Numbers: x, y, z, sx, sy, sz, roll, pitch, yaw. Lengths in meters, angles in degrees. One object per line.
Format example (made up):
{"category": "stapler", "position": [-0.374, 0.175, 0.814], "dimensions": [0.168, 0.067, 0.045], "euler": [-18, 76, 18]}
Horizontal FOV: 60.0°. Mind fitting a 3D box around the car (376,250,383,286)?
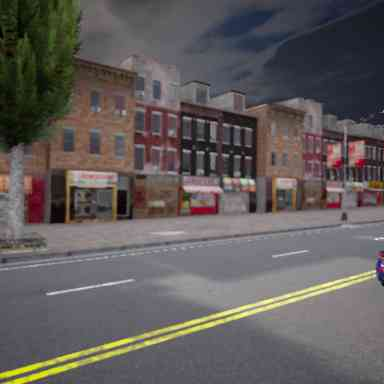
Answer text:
{"category": "car", "position": [6.155, 1.524, 7.886], "dimensions": [4.674, 1.442, 1.812], "euler": [0, 0, -35]}
